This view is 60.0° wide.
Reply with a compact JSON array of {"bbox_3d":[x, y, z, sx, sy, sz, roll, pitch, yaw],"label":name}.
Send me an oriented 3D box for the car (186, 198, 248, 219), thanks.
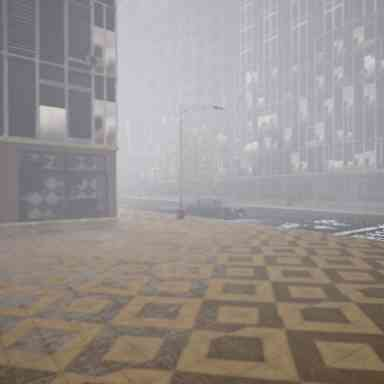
[{"bbox_3d":[1.751,1.146,25.185,2.033,1.411,5.357,0,1,-38],"label":"car"}]
